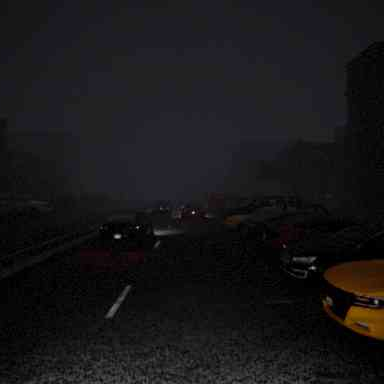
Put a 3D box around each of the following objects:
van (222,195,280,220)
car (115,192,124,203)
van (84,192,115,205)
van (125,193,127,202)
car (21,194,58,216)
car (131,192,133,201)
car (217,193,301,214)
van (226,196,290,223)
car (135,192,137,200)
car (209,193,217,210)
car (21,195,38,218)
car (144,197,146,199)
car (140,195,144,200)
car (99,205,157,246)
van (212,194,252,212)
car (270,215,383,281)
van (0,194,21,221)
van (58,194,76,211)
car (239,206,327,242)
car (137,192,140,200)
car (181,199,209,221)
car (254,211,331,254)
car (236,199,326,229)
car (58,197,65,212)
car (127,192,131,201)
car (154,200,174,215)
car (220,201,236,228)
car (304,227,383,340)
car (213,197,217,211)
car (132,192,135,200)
[{"bbox_3d":[4.836,1.265,27.612,4.442,1.987,1.878,0,0,0],"label":"van"},{"bbox_3d":[-15.834,1.067,60.777,5.566,2.045,2.435,0,0,0],"label":"car"},{"bbox_3d":[-15.736,1.126,55.266,4.442,1.987,1.878,0,0,0],"label":"van"},{"bbox_3d":[-15.988,1.074,66.413,4.442,1.987,1.878,0,0,0],"label":"van"},{"bbox_3d":[-15.779,1.233,30.445,5.566,2.045,2.435,0,0,0],"label":"car"},{"bbox_3d":[-15.853,1.324,71.805,4.792,1.488,2.163,0,0,0],"label":"car"},{"bbox_3d":[4.682,1.246,22.059,5.566,2.045,2.435,0,0,0],"label":"car"},{"bbox_3d":[4.831,1.269,24.958,4.442,1.987,1.878,0,0,0],"label":"van"},{"bbox_3d":[-15.898,1.306,77.317,4.892,1.521,2.231,0,0,0],"label":"car"},{"bbox_3d":[4.757,1.225,33.294,5.566,2.045,2.435,0,0,0],"label":"car"},{"bbox_3d":[-15.834,1.365,27.686,4.553,1.767,2.185,0,0,0],"label":"car"},{"bbox_3d":[-15.736,1.418,93.853,5.366,1.575,1.946,0,-1,0],"label":"car"},{"bbox_3d":[-15.936,1.095,85.587,5.566,2.045,2.435,0,0,0],"label":"car"},{"bbox_3d":[-2.898,1.541,15.243,1.812,1.442,4.674,0,0,0],"label":"car"},{"bbox_3d":[4.627,1.229,38.854,4.442,1.987,1.878,0,0,0],"label":"van"},{"bbox_3d":[4.717,1.488,8.281,4.892,1.521,2.231,0,0,0],"label":"car"},{"bbox_3d":[-15.681,1.270,24.929,4.442,1.987,1.878,0,0,0],"label":"van"},{"bbox_3d":[-15.939,1.229,38.721,4.442,1.987,1.878,0,0,0],"label":"van"},{"bbox_3d":[4.706,1.494,13.840,5.008,1.535,2.097,0,0,0],"label":"car"},{"bbox_3d":[-15.892,1.315,80.073,5.008,1.535,2.097,0,0,0],"label":"car"},{"bbox_3d":[0.112,1.574,27.803,1.994,1.385,4.181,0,0,0],"label":"car"},{"bbox_3d":[4.740,1.520,11.060,4.792,1.488,2.163,0,0,0],"label":"car"},{"bbox_3d":[4.743,1.371,16.619,4.553,1.767,2.185,0,0,0],"label":"car"},{"bbox_3d":[-15.783,1.506,33.203,4.792,1.488,2.163,0,0,0],"label":"car"},{"bbox_3d":[-15.883,1.295,69.049,5.008,1.535,2.097,0,0,0],"label":"car"},{"bbox_3d":[-2.881,1.507,33.409,2.033,1.411,5.357,-1,2,0],"label":"car"},{"bbox_3d":[4.527,1.495,19.275,5.366,1.575,1.946,0,0,0],"label":"car"},{"bbox_3d":[4.716,1.482,5.377,5.008,1.535,2.097,0,0,0],"label":"car"},{"bbox_3d":[4.715,1.486,30.395,4.892,1.521,2.231,0,0,0],"label":"car"},{"bbox_3d":[-15.894,1.299,74.560,4.892,1.521,2.231,0,0,0],"label":"car"}]
